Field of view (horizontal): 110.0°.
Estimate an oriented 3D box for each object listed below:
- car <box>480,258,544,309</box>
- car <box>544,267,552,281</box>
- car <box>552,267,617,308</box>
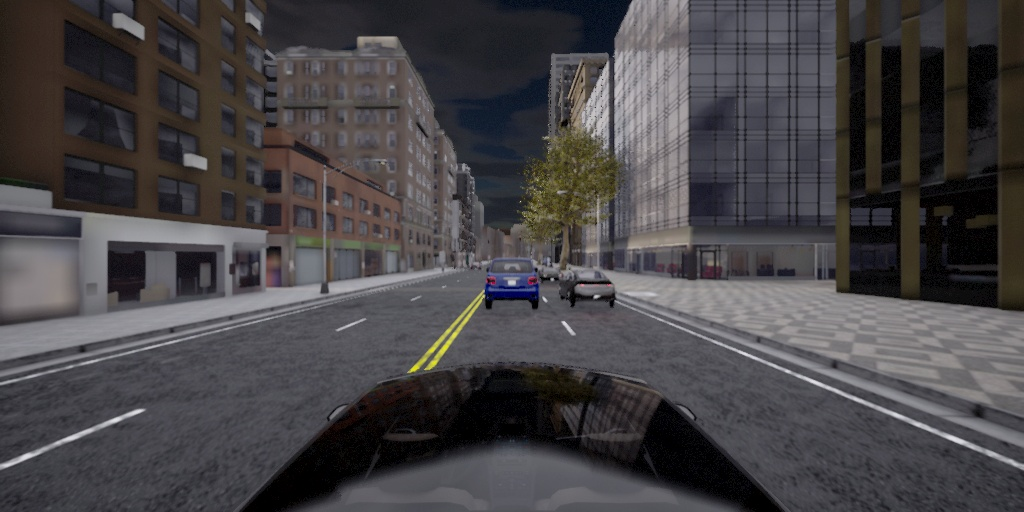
[{"bbox_3d":[-0.002,1.098,15.897,2.150,2.045,5.566,0,0,0],"label":"car"},{"bbox_3d":[3.245,1.616,30.963,1.895,1.301,4.718,0,0,0],"label":"car"},{"bbox_3d":[3.251,1.376,16.158,2.128,1.511,4.902,0,0,0],"label":"car"}]
